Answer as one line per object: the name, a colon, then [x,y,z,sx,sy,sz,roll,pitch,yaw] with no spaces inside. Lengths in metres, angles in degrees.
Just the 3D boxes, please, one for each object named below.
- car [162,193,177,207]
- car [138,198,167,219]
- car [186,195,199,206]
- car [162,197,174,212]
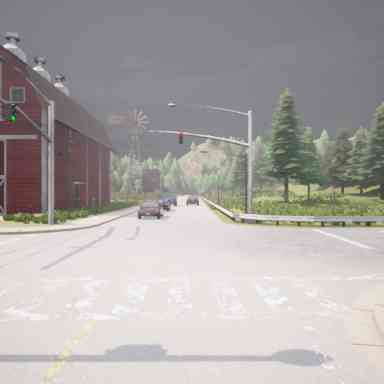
car: [-3.488,1.220,52.570,2.150,2.045,5.566,0,0,0]
car: [-3.545,1.526,29.186,1.812,1.442,4.674,0,0,0]
car: [0.105,1.352,55.591,2.097,1.767,4.553,0,0,0]
car: [-3.526,1.601,39.292,1.895,1.301,4.718,0,0,0]
